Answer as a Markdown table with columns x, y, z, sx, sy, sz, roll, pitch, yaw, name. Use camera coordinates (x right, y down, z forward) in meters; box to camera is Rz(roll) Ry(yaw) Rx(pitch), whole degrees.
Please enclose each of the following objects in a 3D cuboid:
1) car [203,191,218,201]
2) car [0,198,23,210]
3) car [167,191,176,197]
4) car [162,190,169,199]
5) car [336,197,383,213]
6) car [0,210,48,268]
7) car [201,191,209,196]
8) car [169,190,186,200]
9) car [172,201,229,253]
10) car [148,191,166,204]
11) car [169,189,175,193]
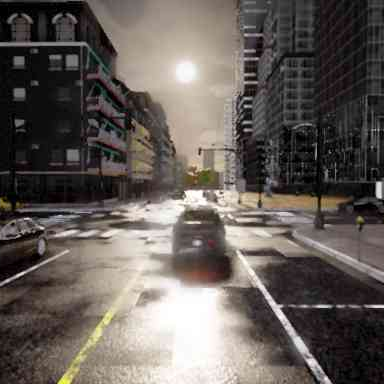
| x | y | z | sx | sy | sz | roll | pitch | yaw | name |
| --- | --- | --- | --- | --- | --- | --- | --- | --- | --- |
| 3.131 | 0.837 | 53.053 | 1.887 | 1.381 | 4.507 | -1 | 1 | 1 | car |
| -17.616 | 1.104 | 29.441 | 4.829 | 1.417 | 1.752 | 0 | 2 | 0 | car |
| -4.958 | 0.508 | 81.314 | 1.802 | 1.307 | 4.206 | -1 | 1 | 1 | car |
| -5.218 | 0.732 | 53.070 | 1.967 | 1.590 | 4.097 | -1 | 1 | 1 | car |
| 14.942 | 1.078 | 29.197 | 4.313 | 1.339 | 1.947 | 0 | 2 | 0 | car |
| -5.616 | 1.422 | 9.362 | 2.008 | 1.369 | 4.403 | -1 | 1 | 1 | car |
| 3.441 | 0.399 | 86.943 | 1.887 | 1.381 | 4.507 | -1 | 1 | 1 | car |
| -2.502 | 0.766 | 59.954 | 1.994 | 1.385 | 4.181 | 0 | 1 | 1 | car |
| 0.366 | 1.329 | 12.880 | 1.837 | 1.490 | 4.892 | 0 | 1 | 5 | car |
| -5.268 | 0.910 | 47.424 | 1.887 | 1.381 | 4.507 | -1 | 1 | 1 | car |
| -5.116 | 0.460 | 64.366 | 2.192 | 1.841 | 5.009 | -1 | 1 | 1 | car |
